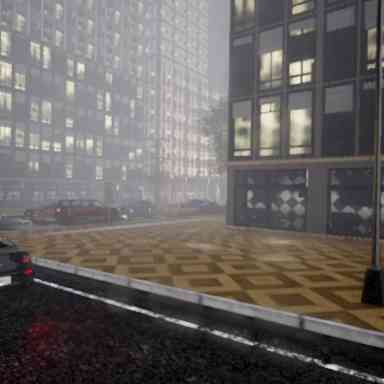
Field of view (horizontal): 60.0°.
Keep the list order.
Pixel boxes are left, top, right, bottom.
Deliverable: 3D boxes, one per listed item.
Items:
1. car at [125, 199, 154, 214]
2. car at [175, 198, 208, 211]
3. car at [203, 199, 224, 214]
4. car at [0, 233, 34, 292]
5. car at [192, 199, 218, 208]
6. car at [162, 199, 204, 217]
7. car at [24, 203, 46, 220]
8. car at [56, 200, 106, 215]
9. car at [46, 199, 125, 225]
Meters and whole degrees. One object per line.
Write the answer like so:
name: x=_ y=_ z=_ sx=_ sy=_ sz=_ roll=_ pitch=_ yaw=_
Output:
car: x=-6.265 y=1.615 z=37.013 sx=1.837 sy=1.490 sz=4.892 roll=1 pitch=0 yaw=36
car: x=-0.031 y=1.680 z=45.431 sx=1.882 sy=1.535 sz=5.008 roll=1 pitch=0 yaw=36
car: x=2.163 y=1.863 z=38.695 sx=1.802 sy=1.307 sz=4.206 roll=1 pitch=0 yaw=36
car: x=-5.404 y=1.489 z=7.535 sx=4.674 sy=1.442 sz=1.812 roll=0 pitch=0 yaw=35
car: x=2.121 y=1.778 z=52.738 sx=1.947 sy=1.339 sz=4.313 roll=1 pitch=0 yaw=36
car: x=-1.087 y=1.758 z=34.295 sx=1.752 sy=1.417 sz=4.829 roll=1 pitch=0 yaw=36
car: x=-12.249 y=1.585 z=28.920 sx=1.994 sy=1.385 sz=4.181 roll=1 pitch=0 yaw=36
car: x=-11.381 y=1.539 z=34.462 sx=1.752 sy=1.417 sz=4.829 roll=1 pitch=0 yaw=36
car: x=-7.888 y=1.446 z=25.085 sx=2.192 sy=1.841 sz=5.009 roll=1 pitch=0 yaw=36
